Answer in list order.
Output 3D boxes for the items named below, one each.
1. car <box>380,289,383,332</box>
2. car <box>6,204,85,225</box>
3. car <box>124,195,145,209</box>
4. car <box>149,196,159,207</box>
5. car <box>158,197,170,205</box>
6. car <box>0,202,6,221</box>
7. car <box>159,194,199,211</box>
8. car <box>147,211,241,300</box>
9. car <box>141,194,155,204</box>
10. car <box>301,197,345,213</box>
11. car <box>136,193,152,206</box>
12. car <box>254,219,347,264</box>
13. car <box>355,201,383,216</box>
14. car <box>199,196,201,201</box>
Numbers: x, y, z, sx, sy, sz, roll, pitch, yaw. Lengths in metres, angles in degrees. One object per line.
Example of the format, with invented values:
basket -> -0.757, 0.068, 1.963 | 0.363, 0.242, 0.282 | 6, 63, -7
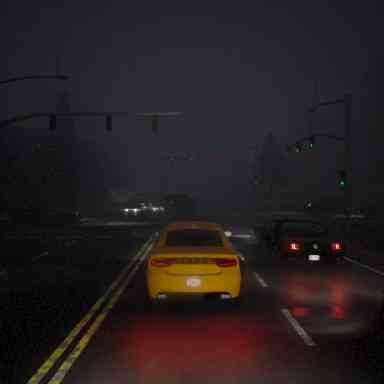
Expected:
car -> 3.597, 1.478, 2.706 | 1.882, 1.535, 5.008 | 0, 0, 0
car -> -10.113, 1.601, 23.511 | 4.718, 1.301, 1.895 | 0, 0, -2
car -> -8.208, 1.564, 46.431 | 1.994, 1.385, 4.181 | 0, 0, -1
car -> -4.793, 1.564, 49.743 | 1.994, 1.385, 4.181 | 0, 0, -2
car -> -5.029, 1.564, 59.772 | 1.994, 1.385, 4.181 | 0, 0, -1
car -> -16.078, 1.492, 26.841 | 4.902, 1.511, 2.128 | 0, 0, -2
car -> -1.326, 1.221, 36.687 | 2.150, 2.045, 5.566 | 1, 0, 17
car -> 0.034, 1.478, 8.471 | 1.882, 1.535, 5.008 | 0, 0, 0
car -> -8.642, 1.352, 65.550 | 2.097, 1.767, 4.553 | 0, 0, -1
car -> 14.083, 1.352, 35.560 | 4.553, 1.767, 2.097 | 0, 0, -2
car -> -8.441, 1.221, 55.750 | 2.150, 2.045, 5.566 | 0, 0, -1
car -> 3.502, 1.601, 11.795 | 1.895, 1.301, 4.718 | 0, 0, -1
car -> 18.773, 1.547, 32.194 | 5.357, 1.411, 2.033 | 0, 0, -2
car -> 1.306, 1.595, 88.208 | 1.895, 1.301, 4.718 | 0, 0, -1
